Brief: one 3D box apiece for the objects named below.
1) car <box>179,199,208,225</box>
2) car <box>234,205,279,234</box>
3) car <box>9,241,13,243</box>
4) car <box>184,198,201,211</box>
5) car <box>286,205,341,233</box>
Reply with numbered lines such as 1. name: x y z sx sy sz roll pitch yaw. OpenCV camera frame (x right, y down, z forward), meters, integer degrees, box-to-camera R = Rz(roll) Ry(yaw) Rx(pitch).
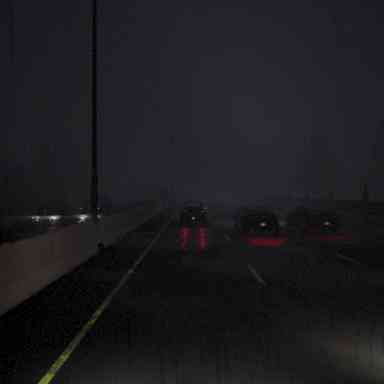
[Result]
1. car: 0.104 1.515 24.303 2.128 1.511 4.902 0 0 0
2. car: 3.604 1.495 19.333 1.882 1.535 5.008 0 0 0
3. car: -7.099 1.556 9.136 2.033 1.411 5.357 0 0 0
4. car: 0.101 1.586 42.731 2.033 1.411 5.357 0 0 0
5. car: 7.103 1.496 19.954 1.882 1.535 5.008 0 0 0
